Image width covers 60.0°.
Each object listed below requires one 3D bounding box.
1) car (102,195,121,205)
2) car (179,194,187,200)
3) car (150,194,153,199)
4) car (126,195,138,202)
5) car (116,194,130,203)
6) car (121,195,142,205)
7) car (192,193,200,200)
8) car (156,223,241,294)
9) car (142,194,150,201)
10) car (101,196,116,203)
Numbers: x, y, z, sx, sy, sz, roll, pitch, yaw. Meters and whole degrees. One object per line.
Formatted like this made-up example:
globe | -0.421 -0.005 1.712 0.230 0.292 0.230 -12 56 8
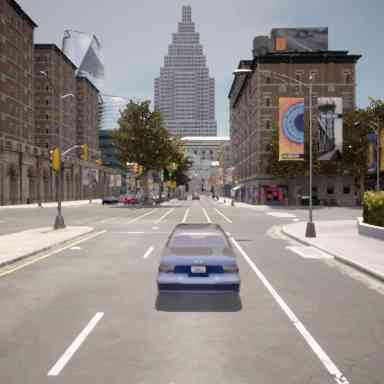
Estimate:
car | -14.384 1.601 58.535 1.895 1.301 4.718 0 0 1
car | -2.436 1.540 89.523 2.033 1.411 5.357 0 0 1
car | -10.558 1.355 79.503 2.097 1.767 4.553 0 0 1
car | -14.067 1.478 78.741 1.882 1.535 5.008 0 0 1
car | -14.189 1.355 68.642 2.097 1.767 4.553 0 0 1
car | -10.866 1.477 59.719 1.882 1.535 5.008 0 0 1
car | 1.069 1.350 89.882 2.097 1.767 4.553 0 0 1
car | 0.168 1.548 8.963 2.033 1.411 5.357 0 0 1
car | -10.678 1.500 69.514 1.837 1.490 4.892 0 0 1
car | -17.426 1.595 69.687 1.895 1.301 4.718 0 0 1
